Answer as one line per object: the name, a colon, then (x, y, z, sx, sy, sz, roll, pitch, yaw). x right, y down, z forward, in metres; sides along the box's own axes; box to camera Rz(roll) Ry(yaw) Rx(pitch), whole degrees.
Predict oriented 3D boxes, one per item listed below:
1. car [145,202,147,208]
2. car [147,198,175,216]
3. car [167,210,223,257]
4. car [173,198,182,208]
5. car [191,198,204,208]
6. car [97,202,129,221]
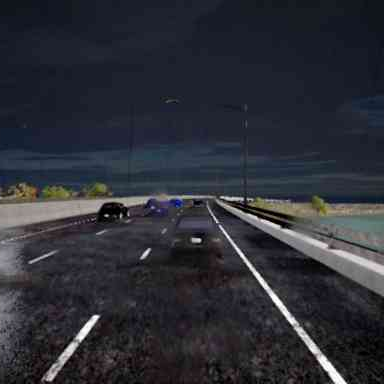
car: (-6.088, 1.686, 52.056, 1.812, 1.442, 4.674, 0, 0, 2)
car: (-3.058, 1.619, 33.448, 1.812, 1.442, 4.674, 0, -1, 1)
car: (0.156, 1.579, 13.040, 2.033, 1.411, 5.357, 0, 0, 0)
car: (-2.618, 1.634, 50.963, 1.882, 1.535, 5.008, 0, 0, 2)
car: (0.860, 1.646, 50.377, 2.128, 1.511, 4.902, 0, 0, 2)
car: (-6.648, 1.582, 28.481, 1.837, 1.490, 4.892, 0, 0, 1)
